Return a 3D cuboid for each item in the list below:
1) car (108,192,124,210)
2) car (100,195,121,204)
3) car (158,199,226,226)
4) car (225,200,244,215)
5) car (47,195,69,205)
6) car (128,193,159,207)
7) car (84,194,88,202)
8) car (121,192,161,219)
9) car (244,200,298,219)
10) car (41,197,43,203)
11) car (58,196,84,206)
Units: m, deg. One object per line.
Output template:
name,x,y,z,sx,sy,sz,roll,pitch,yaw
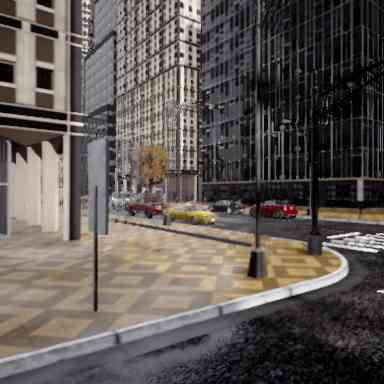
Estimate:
car,-7.167,1.020,36.852,2.150,2.045,5.566,0,0,-36
car,-13.577,1.241,55.288,1.887,1.381,4.507,1,0,-36
car,-0.105,1.410,22.702,1.752,1.417,4.829,1,0,-36
car,3.349,1.428,32.519,2.008,1.369,4.403,1,0,-36
car,-20.323,1.220,50.317,2.008,1.369,4.403,1,0,-36
car,-6.836,1.086,46.157,2.192,1.841,5.009,1,0,-36
car,-20.417,1.140,64.558,1.752,1.417,4.829,1,0,-36
car,-3.552,1.166,27.426,2.192,1.841,5.009,1,0,-36
car,6.747,1.351,27.969,1.967,1.590,4.097,1,0,-36
car,-23.693,1.181,54.883,2.008,1.369,4.403,1,0,-36
car,-16.954,1.252,45.750,1.887,1.381,4.507,1,0,-36
